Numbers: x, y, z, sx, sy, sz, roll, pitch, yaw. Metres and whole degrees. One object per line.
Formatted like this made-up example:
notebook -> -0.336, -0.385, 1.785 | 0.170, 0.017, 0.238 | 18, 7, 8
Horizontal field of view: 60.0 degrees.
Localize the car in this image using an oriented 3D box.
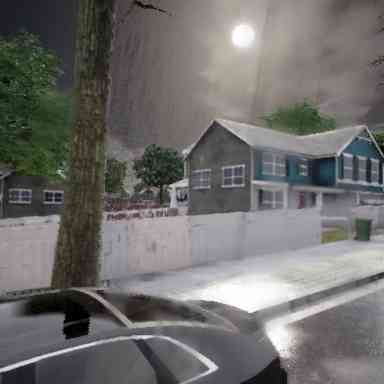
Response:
car -> -1.448, 1.574, 2.037 | 4.892, 1.490, 1.837 | -1, -1, -36
